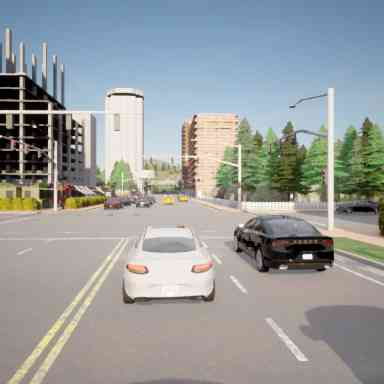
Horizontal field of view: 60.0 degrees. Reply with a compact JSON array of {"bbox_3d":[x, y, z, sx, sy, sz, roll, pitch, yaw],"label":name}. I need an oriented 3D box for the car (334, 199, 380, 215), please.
[{"bbox_3d":[17.085,1.491,33.960,4.902,1.511,2.128,0,0,-3],"label":"car"}]

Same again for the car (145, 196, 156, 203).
[{"bbox_3d":[-8.447,1.547,68.365,2.033,1.411,5.357,0,0,-4],"label":"car"}]

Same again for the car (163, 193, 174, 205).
[{"bbox_3d":[-4.285,1.477,60.756,1.882,1.535,5.008,0,0,-4],"label":"car"}]

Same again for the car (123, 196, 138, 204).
[{"bbox_3d":[-11.632,1.547,63.225,2.033,1.411,5.357,0,0,-4],"label":"car"}]

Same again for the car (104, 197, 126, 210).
[{"bbox_3d":[-10.287,1.478,43.758,1.882,1.535,5.008,0,0,-4],"label":"car"}]

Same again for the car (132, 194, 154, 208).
[{"bbox_3d":[-7.137,1.492,48.828,2.128,1.511,4.902,0,0,-4],"label":"car"}]

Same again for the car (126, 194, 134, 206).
[{"bbox_3d":[-10.946,1.478,53.084,1.882,1.535,5.008,0,0,-4],"label":"car"}]

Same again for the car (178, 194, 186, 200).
[{"bbox_3d":[-2.724,1.304,86.458,1.882,1.535,5.008,0,0,-4],"label":"car"}]

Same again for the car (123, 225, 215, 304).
[{"bbox_3d":[-0.581,1.526,8.098,1.812,1.442,4.674,0,0,-5],"label":"car"}]

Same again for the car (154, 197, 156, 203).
[{"bbox_3d":[-7.774,1.491,57.938,2.128,1.511,4.902,0,0,-4],"label":"car"}]

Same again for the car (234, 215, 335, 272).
[{"bbox_3d":[2.686,1.478,10.834,1.882,1.535,5.008,0,0,-5],"label":"car"}]

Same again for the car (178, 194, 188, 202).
[{"bbox_3d":[-2.039,1.470,76.910,1.882,1.535,5.008,0,0,-4],"label":"car"}]

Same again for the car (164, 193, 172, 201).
[{"bbox_3d":[-6.107,1.225,84.700,2.150,2.045,5.566,0,0,-4],"label":"car"}]
